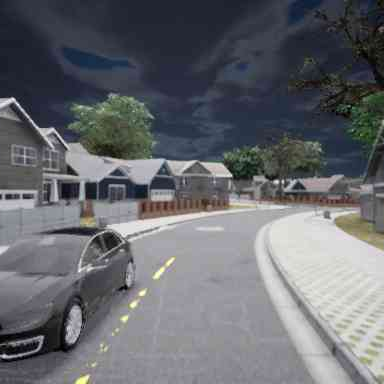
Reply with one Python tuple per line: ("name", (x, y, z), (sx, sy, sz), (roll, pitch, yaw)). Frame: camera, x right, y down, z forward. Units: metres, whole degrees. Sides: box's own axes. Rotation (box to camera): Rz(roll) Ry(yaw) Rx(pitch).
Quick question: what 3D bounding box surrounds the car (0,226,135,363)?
("car", (-2.439, 1.484, 6.268), (1.837, 1.490, 4.892), (0, 0, 5))
